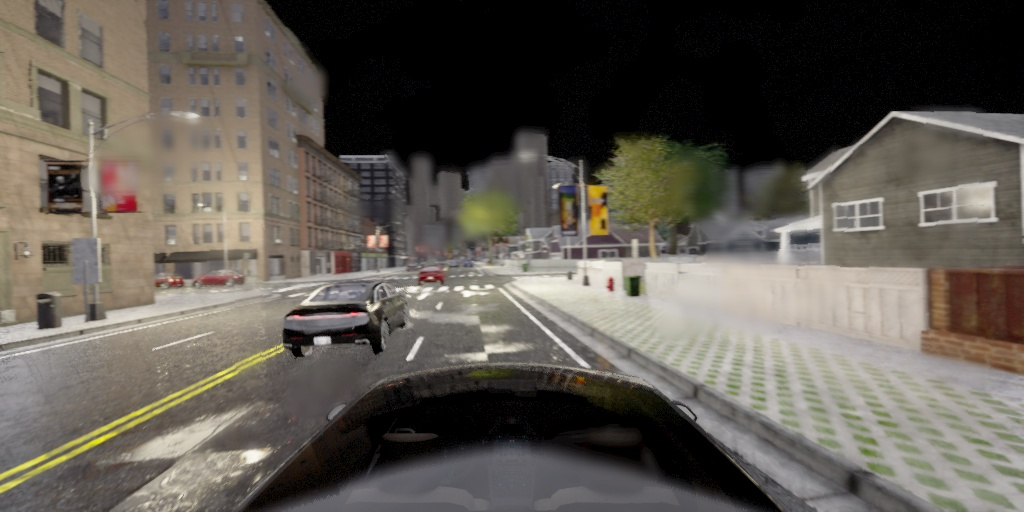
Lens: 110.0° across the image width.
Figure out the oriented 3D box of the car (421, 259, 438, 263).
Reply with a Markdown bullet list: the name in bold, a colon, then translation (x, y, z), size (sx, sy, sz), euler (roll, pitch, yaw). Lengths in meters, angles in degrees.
- **car**: translation (-14.198, 1.578, 63.693), size (2.150, 2.045, 5.566), euler (-2, 0, -7)

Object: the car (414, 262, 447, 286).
- **car**: translation (-6.406, 1.496, 29.147), size (1.882, 1.535, 5.008), euler (-2, 0, -7)

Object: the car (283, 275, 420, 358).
- **car**: translation (-3.855, 1.383, 9.103), size (2.128, 1.511, 4.902), euler (-2, 0, -7)

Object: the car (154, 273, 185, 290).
- **car**: translation (-32.965, 2.318, 33.068), size (4.097, 1.591, 1.967), euler (0, 0, -8)

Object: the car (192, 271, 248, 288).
- **car**: translation (-27.511, 2.143, 33.785), size (4.097, 1.591, 1.967), euler (0, 0, -8)
